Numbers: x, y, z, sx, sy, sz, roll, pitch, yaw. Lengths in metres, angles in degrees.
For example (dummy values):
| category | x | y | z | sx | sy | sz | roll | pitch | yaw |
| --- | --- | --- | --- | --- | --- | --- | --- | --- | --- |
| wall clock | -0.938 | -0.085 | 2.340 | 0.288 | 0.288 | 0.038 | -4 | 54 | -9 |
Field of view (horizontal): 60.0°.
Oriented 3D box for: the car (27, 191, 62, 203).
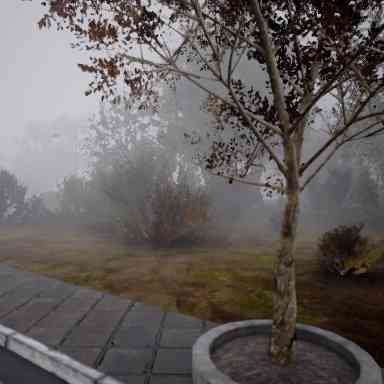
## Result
| category | x | y | z | sx | sy | sz | roll | pitch | yaw |
| --- | --- | --- | --- | --- | --- | --- | --- | --- | --- |
| car | -18.391 | 0.928 | 41.852 | 2.150 | 2.045 | 5.566 | 1 | 0 | 32 |
